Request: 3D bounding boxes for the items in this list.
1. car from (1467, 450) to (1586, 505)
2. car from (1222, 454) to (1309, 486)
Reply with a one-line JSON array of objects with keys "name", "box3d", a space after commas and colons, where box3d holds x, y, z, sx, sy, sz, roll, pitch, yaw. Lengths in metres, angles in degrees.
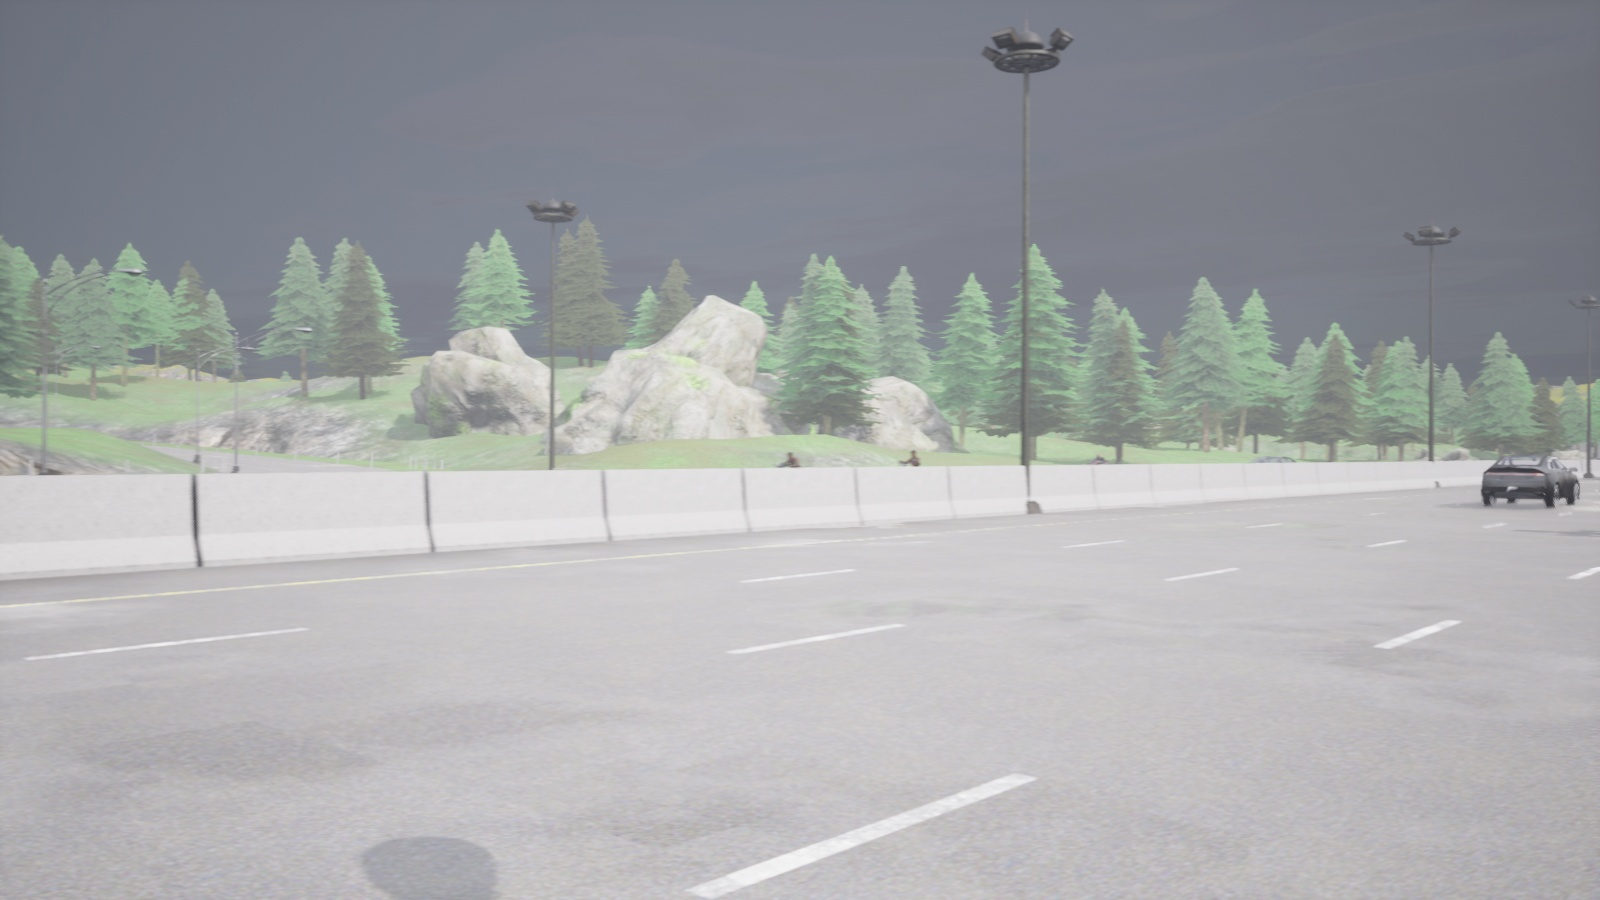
[{"name": "car", "box3d": [21.438, 0.766, 36.958, 2.128, 1.511, 4.902, 0, 0, 41]}, {"name": "car", "box3d": [21.733, 0.904, 58.481, 2.033, 1.411, 5.357, 0, 0, 41]}]
